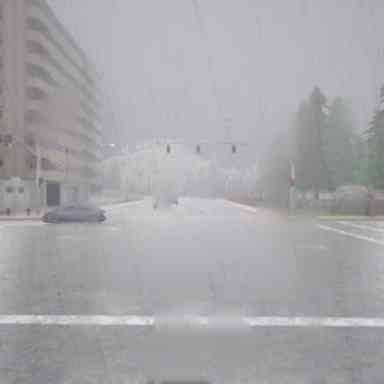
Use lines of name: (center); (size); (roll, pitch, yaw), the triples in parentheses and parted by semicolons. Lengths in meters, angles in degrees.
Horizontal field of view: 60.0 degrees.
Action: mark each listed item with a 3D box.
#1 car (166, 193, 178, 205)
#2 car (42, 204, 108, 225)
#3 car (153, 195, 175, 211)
car: (-3.553, 1.202, 57.690); (2.150, 2.045, 5.566); (0, 0, 0)
car: (-7.986, 1.510, 22.872); (4.181, 1.385, 1.994); (0, 0, 0)
car: (-3.584, 1.476, 40.339); (2.128, 1.511, 4.902); (0, 0, 0)
